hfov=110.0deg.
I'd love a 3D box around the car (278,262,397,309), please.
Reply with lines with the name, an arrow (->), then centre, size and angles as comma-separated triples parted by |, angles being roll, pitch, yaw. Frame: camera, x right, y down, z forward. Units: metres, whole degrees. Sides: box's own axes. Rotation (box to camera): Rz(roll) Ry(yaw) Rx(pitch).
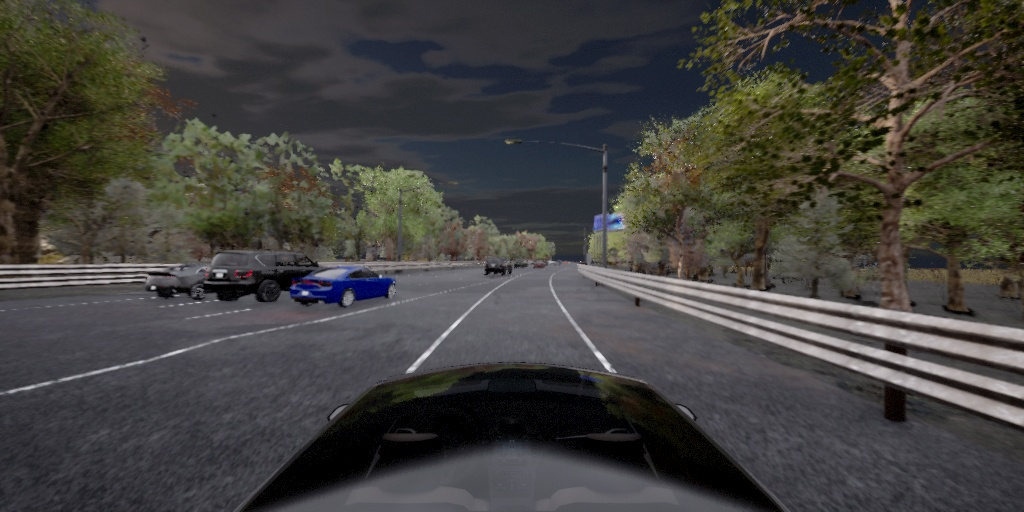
car -> -6.659, 1.159, 14.839 | 1.882, 1.535, 5.008 | 2, 0, 12

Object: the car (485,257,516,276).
car -> -1.434, 1.158, 40.040 | 2.150, 2.045, 5.566 | 0, -1, 12

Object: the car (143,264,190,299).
car -> -13.512, 1.071, 16.382 | 2.128, 1.511, 4.902 | 0, -1, 12

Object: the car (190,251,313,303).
car -> -10.086, 0.830, 15.652 | 2.150, 2.045, 5.566 | 0, -1, 12
